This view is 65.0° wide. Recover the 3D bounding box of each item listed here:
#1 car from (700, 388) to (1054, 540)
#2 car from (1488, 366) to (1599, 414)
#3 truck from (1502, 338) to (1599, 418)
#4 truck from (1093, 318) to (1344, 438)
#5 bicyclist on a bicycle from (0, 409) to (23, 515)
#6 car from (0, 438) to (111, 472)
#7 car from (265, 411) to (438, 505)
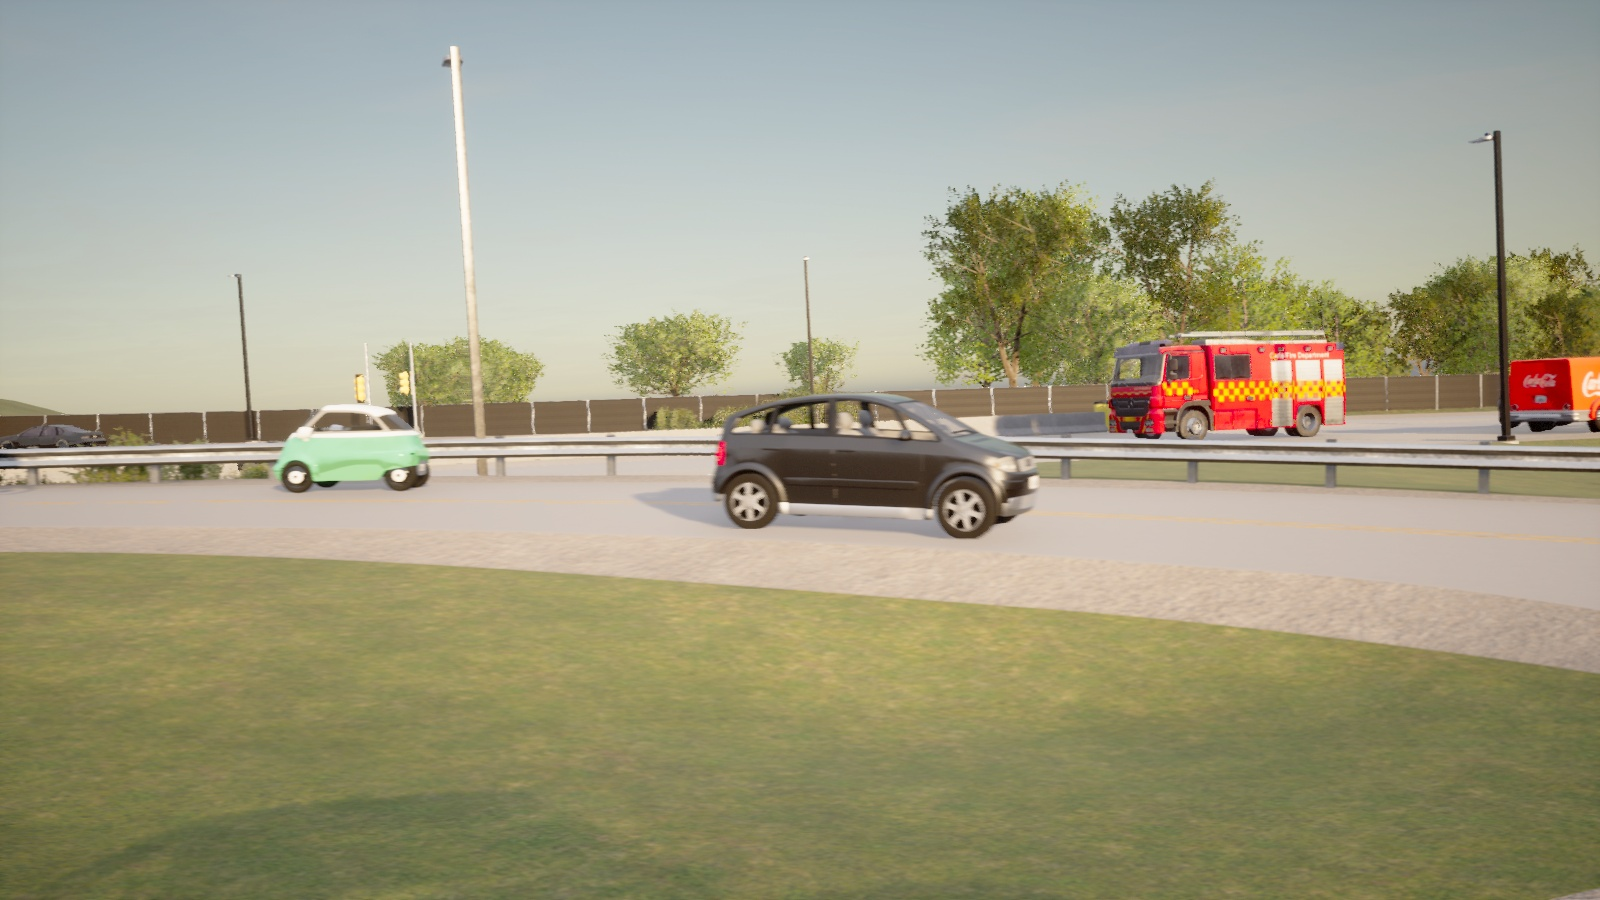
[{"bbox_3d":[0.920,0.109,14.566,3.705,1.549,1.789,0,4,22],"label":"car"},{"bbox_3d":[27.862,-2.231,46.214,4.514,1.525,2.007,-4,2,-21],"label":"car"},{"bbox_3d":[26.507,-2.445,41.912,5.204,2.467,2.627,-4,2,-21],"label":"truck"},{"bbox_3d":[14.979,-2.589,44.882,8.468,3.827,2.891,-4,2,-21],"label":"truck"},{"bbox_3d":[-13.006,0.206,19.297,1.656,1.620,0.582,-2,2,-13],"label":"bicyclist on a bicycle"},{"bbox_3d":[-39.077,0.266,65.351,5.357,1.411,2.033,-3,3,5],"label":"car"},{"bbox_3d":[-7.149,0.103,20.171,2.207,1.376,1.481,-1,2,0],"label":"car"}]
